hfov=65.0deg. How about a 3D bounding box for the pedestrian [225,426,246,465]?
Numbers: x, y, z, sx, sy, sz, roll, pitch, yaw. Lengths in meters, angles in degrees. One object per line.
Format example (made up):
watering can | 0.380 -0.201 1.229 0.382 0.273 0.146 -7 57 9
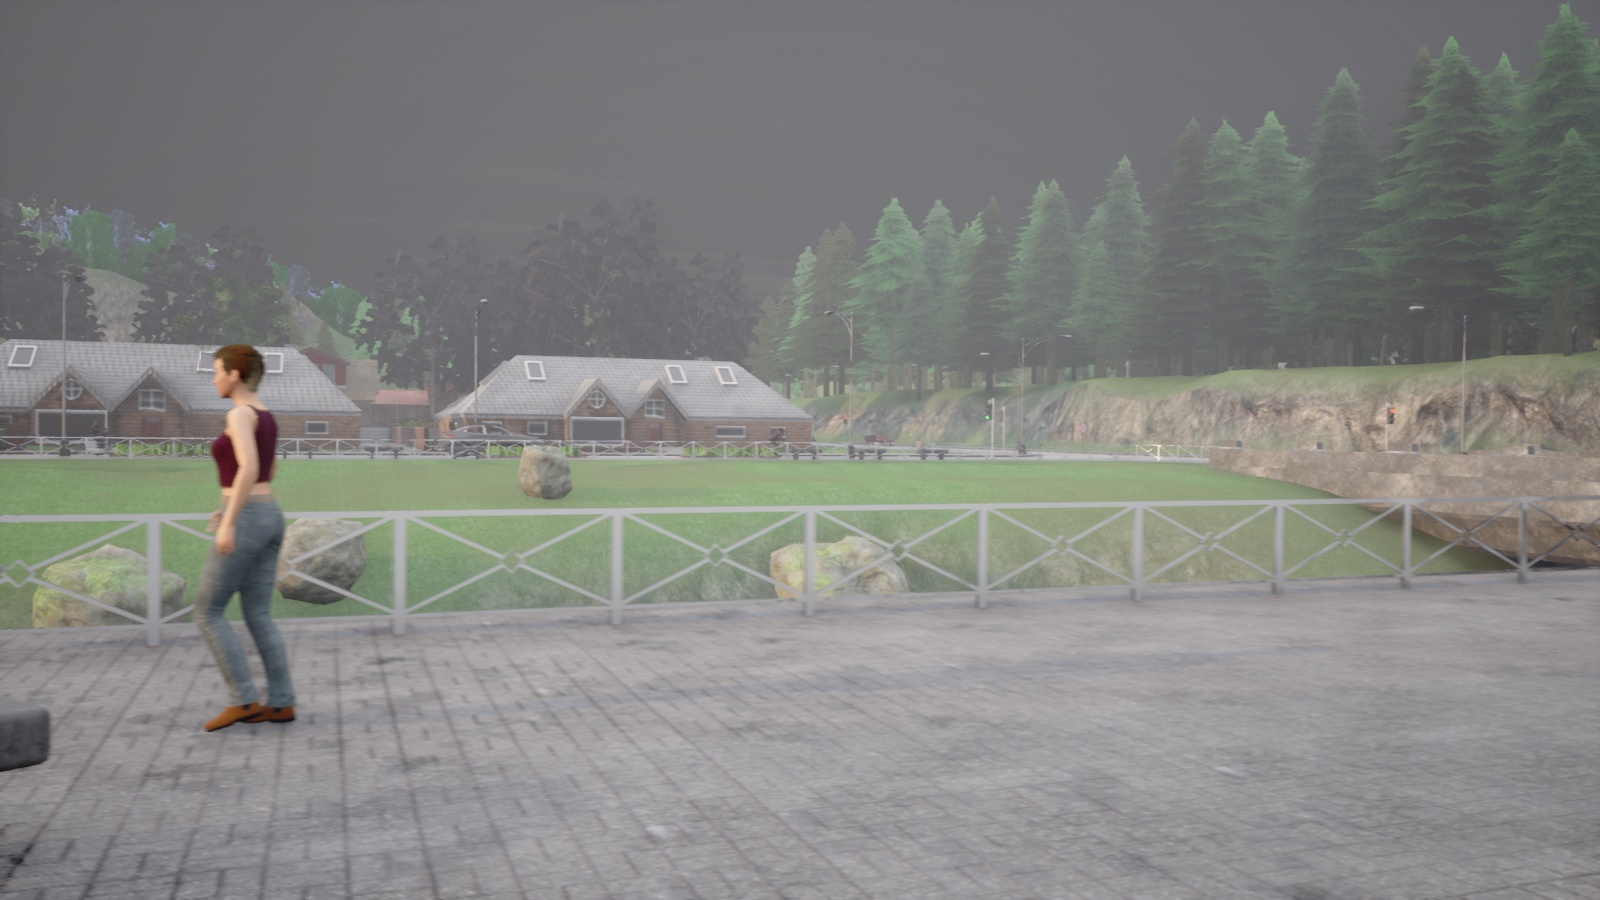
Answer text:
pedestrian | -28.633 -0.219 63.690 0.873 1.952 0.659 -1 1 -19

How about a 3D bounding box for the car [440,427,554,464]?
car | -14.482 -0.242 59.941 5.027 1.651 2.152 -1 1 -21

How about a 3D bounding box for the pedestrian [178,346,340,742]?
pedestrian | -2.577 0.438 6.008 0.594 1.836 0.345 -1 1 2

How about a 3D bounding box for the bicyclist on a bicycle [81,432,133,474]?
bicyclist on a bicycle | -29.848 0.111 54.112 1.843 1.776 0.659 -1 1 -21
